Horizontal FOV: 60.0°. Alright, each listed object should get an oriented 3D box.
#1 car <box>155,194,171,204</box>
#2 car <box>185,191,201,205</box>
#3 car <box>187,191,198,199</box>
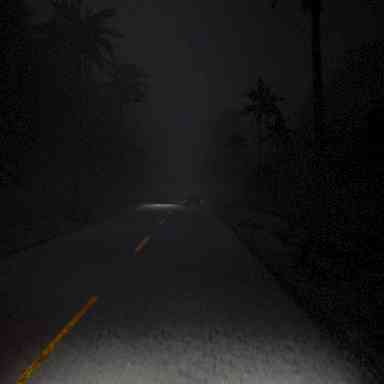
[{"bbox_3d":[-4.050,0.944,46.543,1.994,1.385,4.181,0,1,1],"label":"car"},{"bbox_3d":[0.101,0.905,43.941,2.128,1.511,4.902,0,1,0],"label":"car"},{"bbox_3d":[0.117,0.570,69.161,2.128,1.511,4.902,0,1,0],"label":"car"}]
